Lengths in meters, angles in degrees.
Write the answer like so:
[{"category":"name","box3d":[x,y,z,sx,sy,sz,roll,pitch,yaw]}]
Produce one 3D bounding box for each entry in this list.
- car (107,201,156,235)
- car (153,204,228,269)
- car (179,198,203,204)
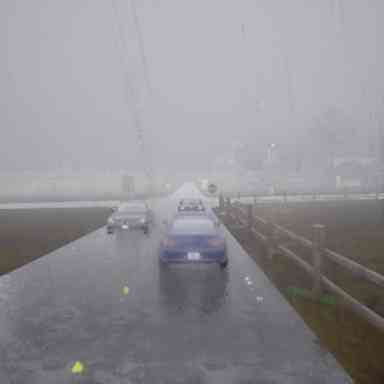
[{"category":"car","box3d":[-2.849,1.180,16.413,1.812,1.442,4.674,0,1,0]},{"category":"car","box3d":[0.033,1.310,10.263,1.812,1.442,4.674,0,1,0]},{"category":"car","box3d":[-0.064,1.073,24.683,1.895,1.301,4.718,0,1,-1]}]
